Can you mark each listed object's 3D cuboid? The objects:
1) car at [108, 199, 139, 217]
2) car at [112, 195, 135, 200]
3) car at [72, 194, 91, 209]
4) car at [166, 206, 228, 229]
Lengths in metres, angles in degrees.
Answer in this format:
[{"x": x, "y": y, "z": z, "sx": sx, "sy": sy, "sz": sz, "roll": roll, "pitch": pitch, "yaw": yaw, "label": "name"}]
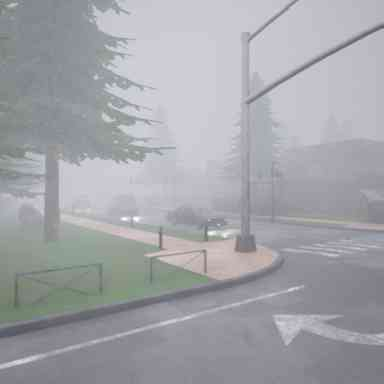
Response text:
[{"x": -6.922, "y": 1.724, "z": 33.477, "sx": 1.994, "sy": 1.385, "sz": 4.181, "roll": 0, "pitch": 0, "yaw": -34, "label": "car"}, {"x": -9.103, "y": 1.381, "z": 43.660, "sx": 2.150, "sy": 2.045, "sz": 5.566, "roll": 0, "pitch": 0, "yaw": -31, "label": "car"}, {"x": -16.690, "y": 1.385, "z": 50.079, "sx": 2.150, "sy": 2.045, "sz": 5.566, "roll": 0, "pitch": 0, "yaw": -25, "label": "car"}, {"x": 0.163, "y": 1.708, "z": 23.330, "sx": 2.033, "sy": 1.411, "sz": 5.357, "roll": 0, "pitch": 0, "yaw": -35, "label": "car"}]
